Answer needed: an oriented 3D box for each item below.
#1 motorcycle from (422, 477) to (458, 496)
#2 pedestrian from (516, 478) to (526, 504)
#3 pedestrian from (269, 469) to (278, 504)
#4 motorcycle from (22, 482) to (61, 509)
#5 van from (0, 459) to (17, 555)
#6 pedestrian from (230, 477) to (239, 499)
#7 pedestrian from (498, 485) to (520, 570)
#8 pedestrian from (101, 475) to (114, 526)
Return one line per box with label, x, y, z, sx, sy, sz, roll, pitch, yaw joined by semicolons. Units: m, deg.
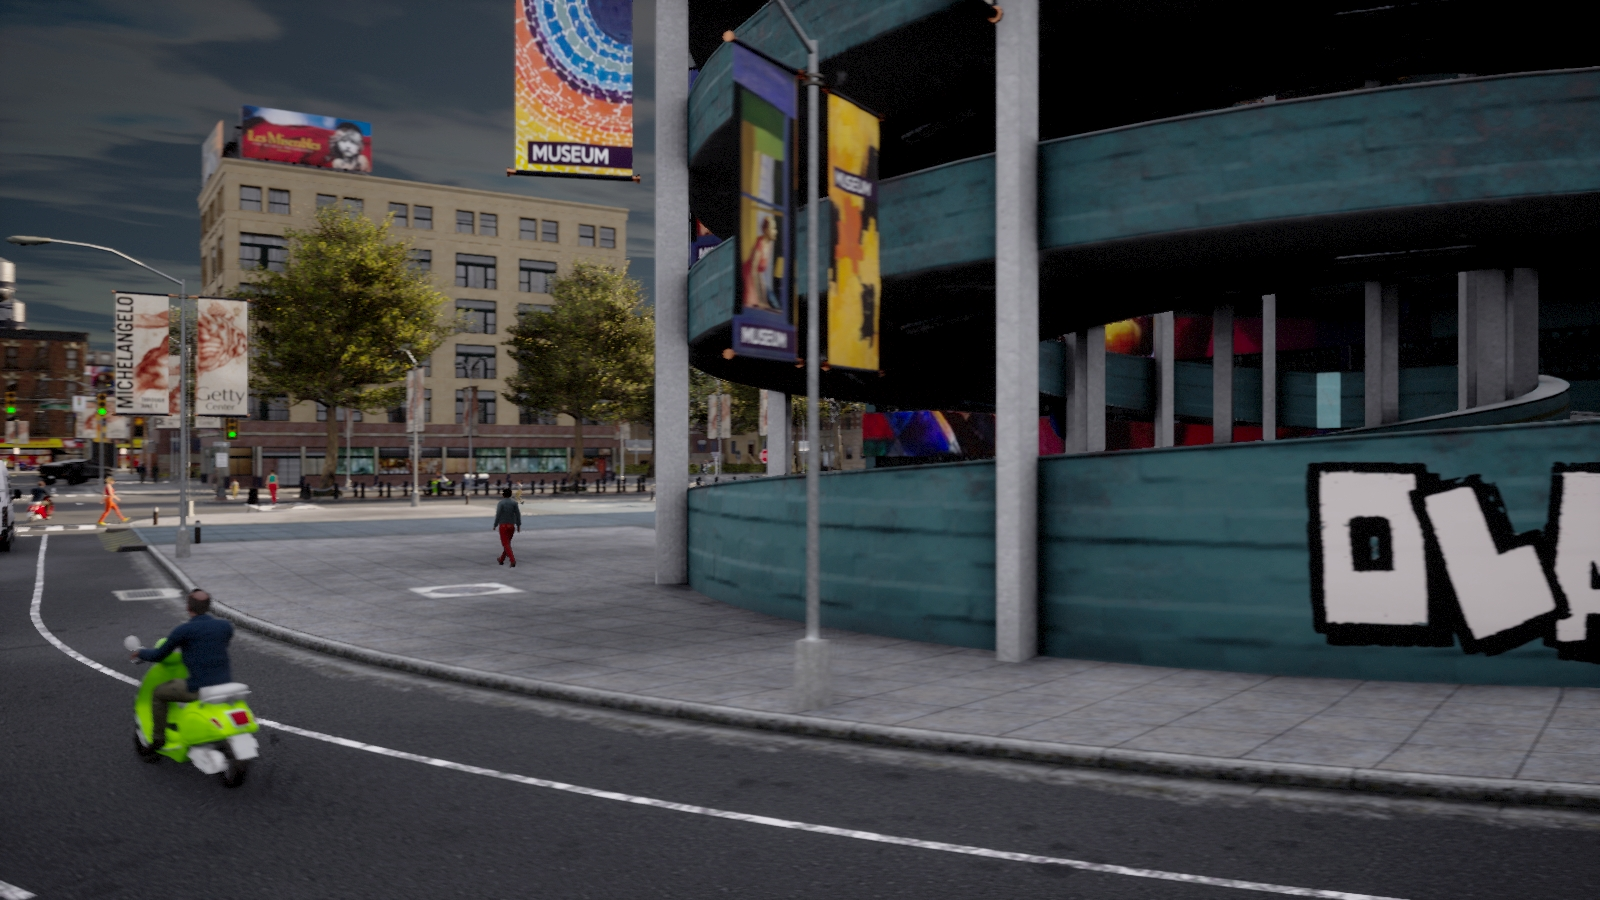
motorcycle;-22.605;2.281;71.822;2.033;1.145;0.803;0;0;-33
pedestrian;-13.918;2.031;56.947;0.375;1.300;0.375;0;0;-36
pedestrian;-27.495;1.902;59.658;0.375;1.860;0.375;0;0;-26
motorcycle;-37.060;2.229;55.855;0.856;1.236;1.805;2;0;-9
van;-23.866;1.562;32.951;1.988;2.561;5.915;0;0;-33
pedestrian;-32.563;2.188;65.798;0.375;1.300;0.375;0;0;-41
pedestrian;-6.504;1.721;25.546;0.375;1.860;0.375;0;0;-34
pedestrian;-25.973;1.885;42.839;0.375;1.860;0.375;0;0;-39
